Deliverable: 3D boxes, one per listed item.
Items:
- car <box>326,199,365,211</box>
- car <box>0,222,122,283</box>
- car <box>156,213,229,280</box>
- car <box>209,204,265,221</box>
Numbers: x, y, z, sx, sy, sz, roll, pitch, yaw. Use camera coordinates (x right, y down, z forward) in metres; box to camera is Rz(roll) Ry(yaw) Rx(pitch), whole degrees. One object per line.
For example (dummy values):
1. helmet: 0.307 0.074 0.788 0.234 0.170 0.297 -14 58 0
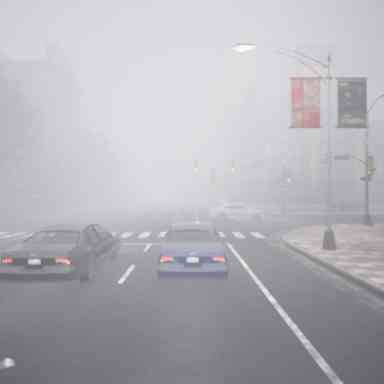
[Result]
1. car: 20.161 1.711 43.476 5.008 1.535 1.882 0 0 0
2. car: -3.493 1.602 9.858 2.033 1.411 5.357 0 0 0
3. car: 0.007 1.603 10.066 2.033 1.411 5.357 0 0 0
4. car: 3.823 1.733 28.360 4.674 1.442 1.812 1 0 0
